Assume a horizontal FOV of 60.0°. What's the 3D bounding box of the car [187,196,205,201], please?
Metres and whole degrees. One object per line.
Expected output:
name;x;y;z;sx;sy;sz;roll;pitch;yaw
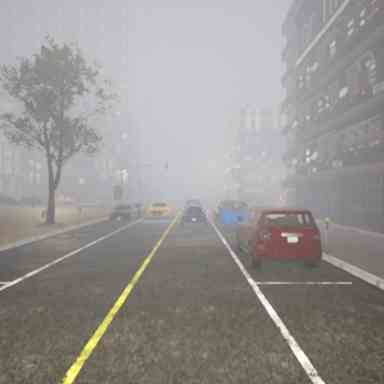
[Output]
car;0.100;1.527;39.026;2.097;1.767;4.553;0;0;-1

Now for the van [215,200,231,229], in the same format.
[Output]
van;2.717;1.441;22.395;1.690;1.788;3.998;0;0;0

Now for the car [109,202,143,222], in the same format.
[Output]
car;-5.655;1.690;27.954;1.947;1.339;4.313;0;0;0

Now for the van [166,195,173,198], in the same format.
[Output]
van;-5.584;1.725;82.812;1.690;1.788;3.998;0;0;0

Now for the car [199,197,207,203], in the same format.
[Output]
car;2.797;1.929;82.801;1.887;1.381;4.507;0;0;0

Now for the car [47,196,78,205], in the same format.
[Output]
car;-21.957;1.381;56.333;4.829;1.417;1.752;1;-1;-1

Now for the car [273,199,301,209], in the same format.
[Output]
car;16.102;2.017;56.624;4.097;1.590;1.967;1;-1;-1

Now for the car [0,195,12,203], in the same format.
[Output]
car;-33.022;1.229;56.134;4.206;1.307;1.802;1;-1;-1

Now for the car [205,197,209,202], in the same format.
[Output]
car;2.785;1.901;72.834;1.947;1.339;4.313;0;0;0

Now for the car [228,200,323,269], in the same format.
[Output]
car;2.703;1.365;11.292;2.192;1.841;5.009;0;0;0

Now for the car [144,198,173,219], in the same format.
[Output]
car;-2.993;1.616;31.170;1.882;1.535;5.008;0;0;1

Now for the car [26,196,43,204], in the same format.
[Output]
car;-27.403;1.318;56.190;4.313;1.339;1.947;1;-1;-1

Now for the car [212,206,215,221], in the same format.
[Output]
car;2.725;1.565;27.945;1.967;1.590;4.097;0;0;0

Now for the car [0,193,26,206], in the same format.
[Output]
car;-27.306;1.055;47.816;5.009;1.841;2.192;1;-1;-1

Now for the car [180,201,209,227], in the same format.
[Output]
car;0.127;1.631;23.767;1.812;1.442;4.674;0;0;0
